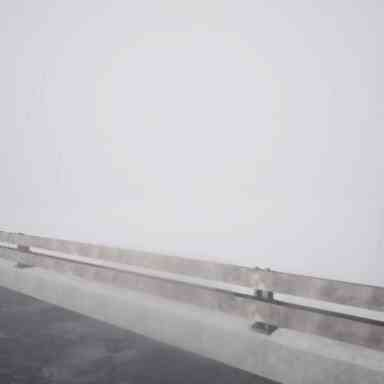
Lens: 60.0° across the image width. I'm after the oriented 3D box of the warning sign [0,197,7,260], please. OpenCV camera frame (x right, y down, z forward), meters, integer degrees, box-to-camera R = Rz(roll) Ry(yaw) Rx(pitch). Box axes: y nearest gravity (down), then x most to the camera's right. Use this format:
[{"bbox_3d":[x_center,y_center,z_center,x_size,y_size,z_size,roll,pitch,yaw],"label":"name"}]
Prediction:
[{"bbox_3d":[-6.380,1.097,9.741,1.060,1.860,1.300,-1,0,36],"label":"warning sign"}]
